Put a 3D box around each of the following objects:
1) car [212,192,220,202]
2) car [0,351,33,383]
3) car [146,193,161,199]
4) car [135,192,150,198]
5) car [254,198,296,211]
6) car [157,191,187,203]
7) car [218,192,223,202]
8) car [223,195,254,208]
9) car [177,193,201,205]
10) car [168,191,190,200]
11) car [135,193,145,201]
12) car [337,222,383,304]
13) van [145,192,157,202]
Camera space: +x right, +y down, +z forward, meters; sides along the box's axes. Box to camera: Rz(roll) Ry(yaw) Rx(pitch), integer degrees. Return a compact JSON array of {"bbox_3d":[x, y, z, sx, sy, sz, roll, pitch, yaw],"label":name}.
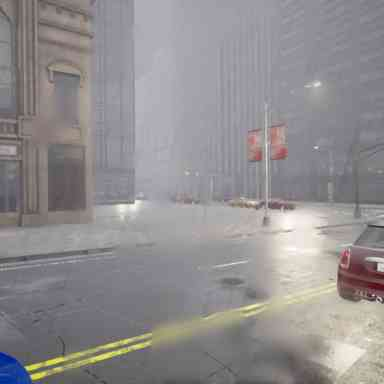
[{"bbox_3d":[3.717,0.876,61.447,2.192,1.841,5.009,0,1,-35],"label":"car"},{"bbox_3d":[-3.259,1.478,1.148,5.008,1.535,1.882,0,0,-35],"label":"car"},{"bbox_3d":[-9.281,0.925,79.812,1.802,1.307,4.206,0,1,-35],"label":"car"},{"bbox_3d":[-12.530,0.831,84.403,1.887,1.381,4.507,0,1,-35],"label":"car"},{"bbox_3d":[9.755,1.400,38.161,1.887,1.381,4.507,0,1,-35],"label":"car"},{"bbox_3d":[-3.243,0.978,56.524,2.192,1.841,5.009,0,1,-35],"label":"car"},{"bbox_3d":[6.966,1.177,56.858,1.947,1.339,4.313,0,1,-35],"label":"car"},{"bbox_3d":[6.603,1.336,42.614,1.752,1.417,4.829,0,1,-35],"label":"car"},{"bbox_3d":[0.006,1.258,51.935,1.887,1.381,4.507,0,1,-35],"label":"car"},{"bbox_3d":[-2.781,0.770,70.628,2.192,1.841,5.009,0,1,-35],"label":"car"},{"bbox_3d":[-9.743,1.108,65.708,2.008,1.369,4.403,0,1,-35],"label":"car"},{"bbox_3d":[5.125,1.350,7.015,4.553,1.767,2.097,0,0,-35],"label":"car"},{"bbox_3d":[-6.493,0.952,61.116,1.690,1.788,3.998,0,1,-35],"label":"van"}]
